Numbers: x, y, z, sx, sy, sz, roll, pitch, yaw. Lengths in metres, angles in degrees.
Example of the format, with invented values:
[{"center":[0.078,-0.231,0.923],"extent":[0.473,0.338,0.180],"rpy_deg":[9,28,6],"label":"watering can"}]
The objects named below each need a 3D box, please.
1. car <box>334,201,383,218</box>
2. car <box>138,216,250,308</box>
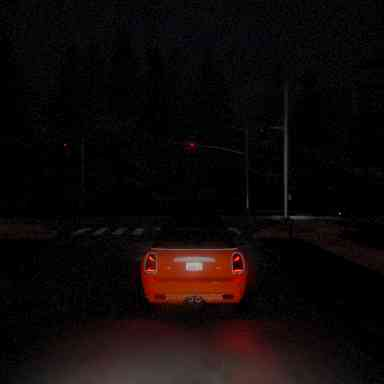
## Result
[{"center":[14.337,1.438,27.330],"extent":[4.718,1.301,1.895],"rpy_deg":[0,0,0],"label":"car"},{"center":[0.049,1.352,8.086],"extent":[2.097,1.767,4.553],"rpy_deg":[0,0,0],"label":"car"}]
